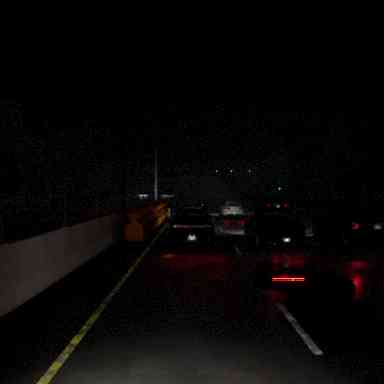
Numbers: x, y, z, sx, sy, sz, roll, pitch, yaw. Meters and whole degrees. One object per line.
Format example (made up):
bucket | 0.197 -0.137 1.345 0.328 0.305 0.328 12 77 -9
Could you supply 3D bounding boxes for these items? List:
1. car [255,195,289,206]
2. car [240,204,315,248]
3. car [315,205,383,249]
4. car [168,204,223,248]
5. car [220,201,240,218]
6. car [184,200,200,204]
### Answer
car | 7.000 1.255 29.715 2.150 2.045 5.566 0 0 0
car | 3.500 1.514 14.685 1.837 1.490 4.892 0 0 0
car | 7.000 1.363 14.655 2.097 1.767 4.553 0 0 0
car | 0.000 1.492 14.685 2.128 1.511 4.902 0 0 0
car | 3.500 1.530 29.685 1.812 1.442 4.674 0 0 0
car | 0.000 1.482 29.685 1.882 1.535 5.008 0 0 0
